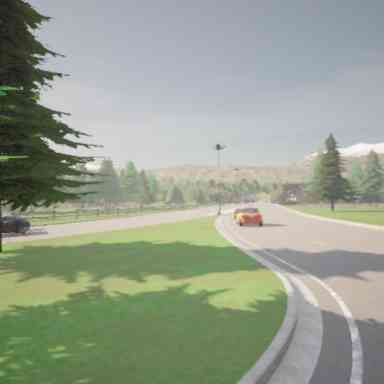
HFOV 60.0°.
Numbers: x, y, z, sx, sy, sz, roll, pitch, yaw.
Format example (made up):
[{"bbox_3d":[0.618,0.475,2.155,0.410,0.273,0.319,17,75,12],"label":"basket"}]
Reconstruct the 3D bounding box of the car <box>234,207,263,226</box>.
[{"bbox_3d":[5.417,2.250,31.624,2.097,1.767,4.553,-1,-2,3],"label":"car"}]

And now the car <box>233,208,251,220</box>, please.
[{"bbox_3d":[6.354,2.764,42.442,2.033,1.411,5.357,-1,-2,9],"label":"car"}]

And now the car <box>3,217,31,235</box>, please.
[{"bbox_3d":[-14.584,2.526,24.861,1.837,1.490,4.892,-2,-1,29],"label":"car"}]

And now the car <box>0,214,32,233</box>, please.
[{"bbox_3d":[-16.436,2.698,28.674,1.812,1.442,4.674,-2,-2,28],"label":"car"}]
